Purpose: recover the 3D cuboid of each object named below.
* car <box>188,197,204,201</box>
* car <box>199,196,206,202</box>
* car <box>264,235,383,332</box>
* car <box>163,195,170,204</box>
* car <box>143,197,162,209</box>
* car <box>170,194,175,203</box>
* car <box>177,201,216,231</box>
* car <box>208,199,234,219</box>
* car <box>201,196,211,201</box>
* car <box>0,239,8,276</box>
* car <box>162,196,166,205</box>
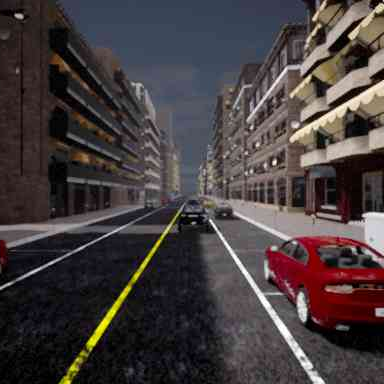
[{"bbox_3d":[0.102,1.623,39.190,1.812,1.442,4.674,0,0,0],"label":"car"},{"bbox_3d":[2.696,1.789,85.808,1.802,1.307,4.206,0,0,0],"label":"car"},{"bbox_3d":[2.693,1.563,6.901,1.887,1.381,4.507,0,0,0],"label":"car"},{"bbox_3d":[-5.686,1.699,63.267,1.887,1.381,4.507,0,0,0],"label":"car"},{"bbox_3d":[-5.686,1.665,46.358,2.008,1.369,4.403,0,0,0],"label":"car"},{"bbox_3d":[-5.684,1.496,74.541,2.192,1.841,5.009,0,0,0],"label":"car"},{"bbox_3d":[0.102,1.545,20.913,2.128,1.511,4.902,0,0,0],"label":"car"},{"bbox_3d":[2.694,1.624,29.445,2.008,1.369,4.403,0,0,0],"label":"car"},{"bbox_3d":[2.695,1.653,52.160,1.752,1.417,4.829,0,0,0],"label":"car"},{"bbox_3d":[-5.688,1.563,6.906,1.887,1.381,4.507,0,0,0],"label":"car"},{"bbox_3d":[-5.687,1.678,51.995,2.008,1.369,4.403,0,0,0],"label":"car"}]
